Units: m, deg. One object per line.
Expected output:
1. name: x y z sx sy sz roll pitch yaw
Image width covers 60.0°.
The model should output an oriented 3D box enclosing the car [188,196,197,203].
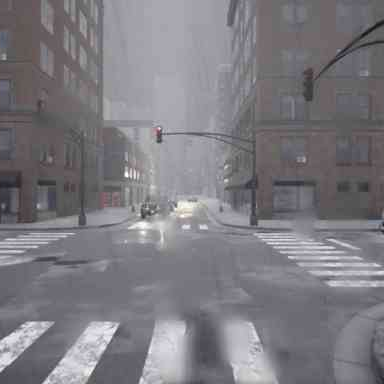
1. car: 0.066 1.543 69.954 2.128 1.511 4.902 0 0 0

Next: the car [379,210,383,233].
1. car: 11.040 1.622 14.604 4.718 1.301 1.895 0 0 2

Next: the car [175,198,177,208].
1. car: -3.123 1.559 39.379 1.812 1.442 4.674 0 0 0

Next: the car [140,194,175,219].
1. car: -3.102 1.247 29.706 2.150 2.045 5.566 0 0 2
